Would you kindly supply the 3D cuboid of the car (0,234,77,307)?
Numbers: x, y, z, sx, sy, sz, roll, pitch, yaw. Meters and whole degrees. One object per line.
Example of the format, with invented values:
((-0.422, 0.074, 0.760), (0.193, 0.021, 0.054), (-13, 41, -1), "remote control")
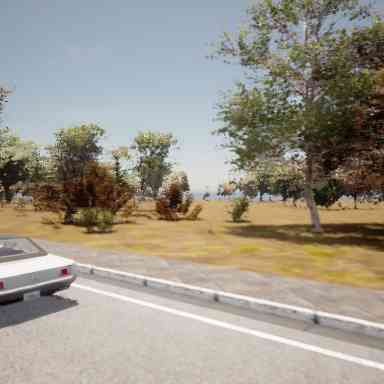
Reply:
((-4.725, 1.602, 7.362), (4.718, 1.301, 1.895), (0, 0, 35), "car")
